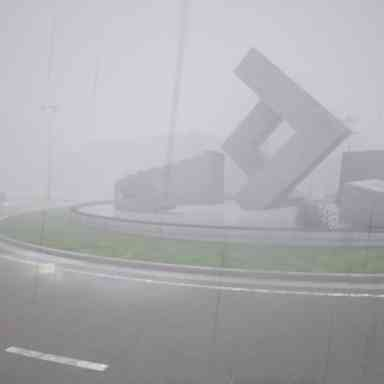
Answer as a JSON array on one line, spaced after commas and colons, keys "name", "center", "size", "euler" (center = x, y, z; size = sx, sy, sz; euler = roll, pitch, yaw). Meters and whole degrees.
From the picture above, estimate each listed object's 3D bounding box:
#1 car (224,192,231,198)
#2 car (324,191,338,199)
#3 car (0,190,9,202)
[{"name": "car", "center": [3.529, 0.524, 47.702], "size": [4.181, 1.385, 1.994], "euler": [0, 1, -4]}, {"name": "car", "center": [23.279, 0.542, 54.346], "size": [1.994, 1.385, 4.181], "euler": [2, 2, 44]}, {"name": "car", "center": [-23.354, 0.425, 39.429], "size": [4.892, 1.490, 1.837], "euler": [2, 1, 45]}]
